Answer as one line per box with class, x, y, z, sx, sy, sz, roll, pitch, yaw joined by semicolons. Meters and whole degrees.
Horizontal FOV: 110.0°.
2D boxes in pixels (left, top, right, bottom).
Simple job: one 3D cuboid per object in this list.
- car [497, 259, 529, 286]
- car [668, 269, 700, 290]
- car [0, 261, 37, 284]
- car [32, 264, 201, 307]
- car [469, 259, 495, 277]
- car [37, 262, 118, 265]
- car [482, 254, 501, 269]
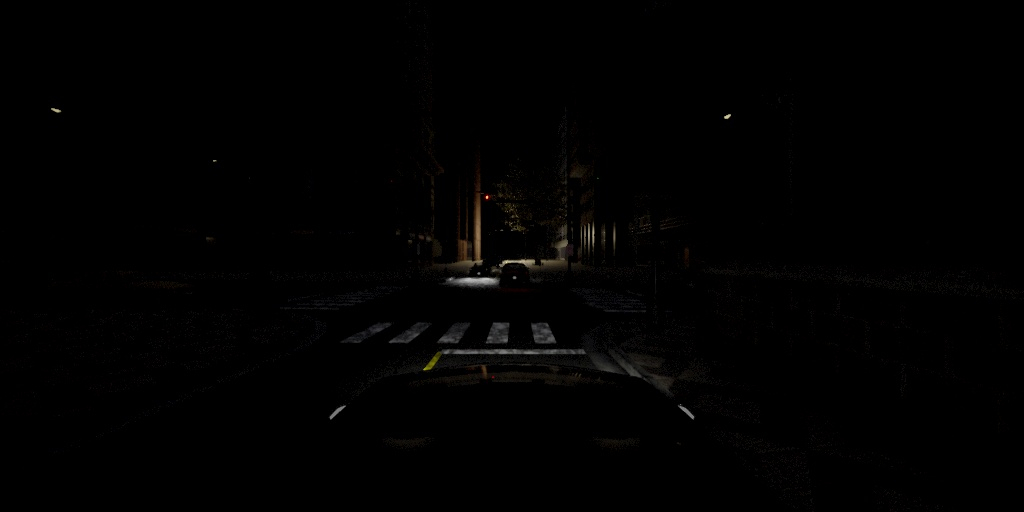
car;0.174;1.200;24.998;1.882;1.535;5.008;0;0;0
car;11.988;1.377;22.148;4.403;1.370;2.007;0;0;1
car;-31.863;0.971;22.545;4.507;1.381;1.888;0;0;1
car;-14.902;1.145;13.866;4.829;1.417;1.751;0;0;1
car;-2.997;1.268;34.571;1.895;1.301;4.718;0;0;0
car;-26.245;1.062;22.494;4.313;1.339;1.948;0;0;1
car;-2.939;0.773;50.767;2.150;2.045;5.566;0;1;0
